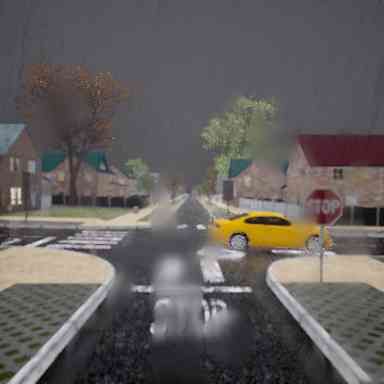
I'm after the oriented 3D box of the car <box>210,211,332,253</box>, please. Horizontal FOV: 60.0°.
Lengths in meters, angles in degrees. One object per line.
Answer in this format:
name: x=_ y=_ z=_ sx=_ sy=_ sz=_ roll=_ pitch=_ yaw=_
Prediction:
car: x=3.290 y=1.602 z=14.066 sx=5.008 sy=1.535 sz=1.882 roll=2 pitch=1 yaw=0
